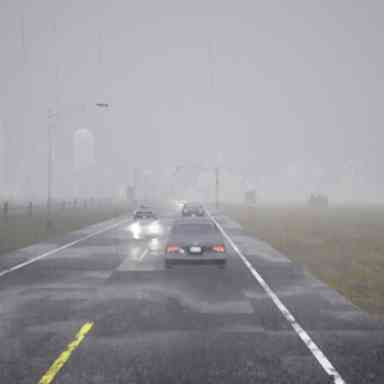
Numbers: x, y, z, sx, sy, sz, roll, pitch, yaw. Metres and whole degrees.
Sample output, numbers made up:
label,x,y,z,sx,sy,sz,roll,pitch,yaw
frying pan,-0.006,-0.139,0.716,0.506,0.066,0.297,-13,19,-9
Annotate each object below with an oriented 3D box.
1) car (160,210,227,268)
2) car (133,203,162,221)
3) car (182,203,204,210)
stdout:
label,x,y,z,sx,sy,sz,roll,pitch,yaw
car,0.099,1.556,11.207,2.033,1.411,5.357,0,0,0
car,-3.591,1.616,27.365,1.895,1.301,4.718,0,0,0
car,0.106,1.616,29.176,1.895,1.301,4.718,0,0,0
